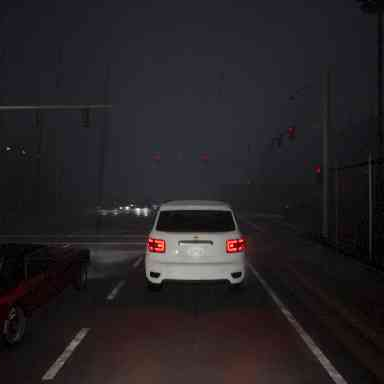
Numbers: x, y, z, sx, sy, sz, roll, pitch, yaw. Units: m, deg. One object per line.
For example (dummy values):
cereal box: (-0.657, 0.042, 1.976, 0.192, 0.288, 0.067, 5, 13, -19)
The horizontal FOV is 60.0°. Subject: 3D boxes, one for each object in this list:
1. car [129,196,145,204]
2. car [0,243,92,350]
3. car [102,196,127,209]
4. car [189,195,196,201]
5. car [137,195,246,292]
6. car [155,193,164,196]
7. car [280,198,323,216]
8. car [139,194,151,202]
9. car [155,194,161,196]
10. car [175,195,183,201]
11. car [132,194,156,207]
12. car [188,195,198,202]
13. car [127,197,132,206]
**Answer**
car: (-10.424, 1.491, 63.140, 2.128, 1.511, 4.902, 0, 0, 1)
car: (-3.430, 1.601, 6.173, 1.895, 1.301, 4.718, 0, 0, 1)
car: (-10.505, 1.352, 44.595, 2.097, 1.767, 4.553, 0, 0, 0)
car: (0.173, 1.524, 86.152, 1.812, 1.442, 4.674, 0, 0, 0)
car: (0.090, 1.221, 9.097, 2.150, 2.045, 5.566, 0, 0, 0)
car: (-6.862, 1.221, 68.956, 2.150, 2.045, 5.566, 0, 0, 0)
car: (11.016, 1.407, 32.677, 4.553, 1.767, 2.097, 0, 0, 0)
car: (-10.353, 1.354, 73.188, 2.097, 1.767, 4.553, 0, 0, 0)
car: (-6.959, 1.525, 58.242, 1.812, 1.442, 4.674, 0, 0, 0)
car: (-3.327, 1.540, 86.037, 2.033, 1.411, 5.357, 0, 0, 0)
car: (-6.989, 1.491, 48.983, 2.128, 1.511, 4.902, 0, 0, 0)
car: (0.157, 1.523, 75.750, 2.128, 1.511, 4.902, 0, 0, 0)
car: (-10.483, 1.491, 53.748, 2.128, 1.511, 4.902, 0, 0, 0)
